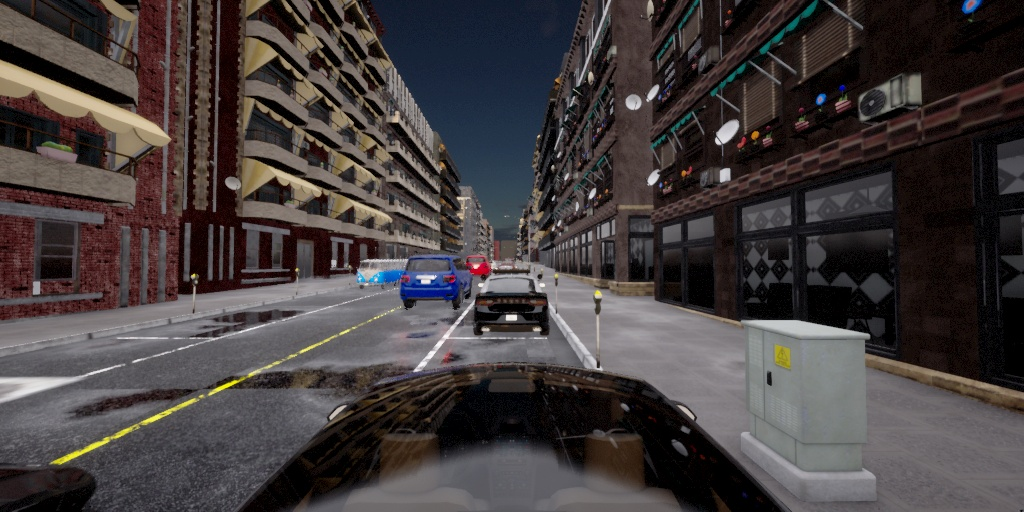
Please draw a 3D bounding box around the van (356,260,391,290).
[{"bbox_3d":[-8.335,1.108,22.603,1.690,1.789,3.998,0,0,0],"label":"van"}]

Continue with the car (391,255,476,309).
[{"bbox_3d":[-3.017,0.982,15.259,2.150,2.045,5.566,0,0,0],"label":"car"}]

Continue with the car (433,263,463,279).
[{"bbox_3d":[-5.865,1.388,33.439,1.895,1.301,4.718,0,0,0],"label":"car"}]

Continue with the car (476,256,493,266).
[{"bbox_3d":[-2.927,1.005,31.453,2.150,2.045,5.566,0,0,0],"label":"car"}]

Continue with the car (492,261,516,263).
[{"bbox_3d":[-0.453,1.322,28.072,1.888,1.381,4.507,0,0,0],"label":"car"}]

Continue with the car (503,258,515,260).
[{"bbox_3d":[-0.446,1.240,39.134,1.967,1.591,4.097,0,0,0],"label":"car"}]

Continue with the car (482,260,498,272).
[{"bbox_3d":[-2.927,1.349,48.783,1.812,1.442,4.674,0,0,0],"label":"car"}]

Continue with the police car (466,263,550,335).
[{"bbox_3d":[-0.012,1.180,10.613,1.930,1.638,5.238,0,0,0],"label":"police car"}]
